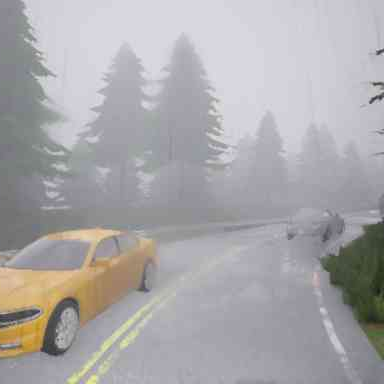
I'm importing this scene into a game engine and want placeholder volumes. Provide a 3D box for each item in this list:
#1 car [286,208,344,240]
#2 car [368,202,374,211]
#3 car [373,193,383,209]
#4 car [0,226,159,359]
[{"bbox_3d":[6.112,1.502,16.399,1.812,1.442,4.674,-3,-1,36],"label":"car"},{"bbox_3d":[23.247,1.479,40.548,2.033,1.411,5.357,-4,-2,44],"label":"car"},{"bbox_3d":[19.589,1.058,31.814,2.150,2.045,5.566,-4,-2,43],"label":"car"},{"bbox_3d":[-2.233,1.505,6.445,1.882,1.535,5.008,-1,-1,15],"label":"car"}]
